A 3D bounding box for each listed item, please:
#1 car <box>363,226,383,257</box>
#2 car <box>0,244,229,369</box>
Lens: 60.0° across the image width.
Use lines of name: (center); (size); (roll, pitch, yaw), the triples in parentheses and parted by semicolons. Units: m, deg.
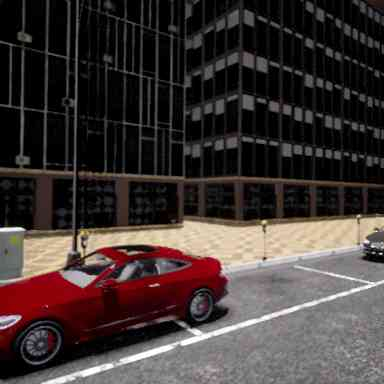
car: (8.029, 1.686, 12.292); (4.403, 1.369, 2.008); (1, 0, -36)
car: (-1.236, 1.604, 5.675); (4.206, 1.307, 1.802); (1, 0, -36)
